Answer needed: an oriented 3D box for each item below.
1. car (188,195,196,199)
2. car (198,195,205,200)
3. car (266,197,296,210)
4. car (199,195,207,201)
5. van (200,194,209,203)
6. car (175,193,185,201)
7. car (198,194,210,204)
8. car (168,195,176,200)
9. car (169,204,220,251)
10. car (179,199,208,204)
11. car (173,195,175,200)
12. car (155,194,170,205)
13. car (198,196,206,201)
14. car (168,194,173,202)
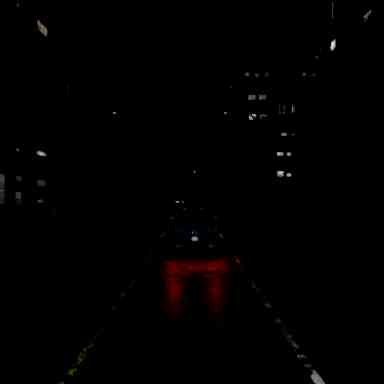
[{"bbox_3d":[-0.009,1.567,88.235,1.882,1.535,5.008,0,0,0],"label":"car"},{"bbox_3d":[2.682,1.650,94.549,1.887,1.381,4.507,0,0,0],"label":"car"},{"bbox_3d":[13.461,1.623,48.447,5.009,1.841,2.192,1,-1,-1],"label":"car"},{"bbox_3d":[2.684,1.521,83.290,1.967,1.590,4.097,0,0,0],"label":"car"},{"bbox_3d":[2.686,1.400,72.029,1.690,1.788,3.998,0,0,0],"label":"van"},{"bbox_3d":[-3.009,1.308,86.987,2.150,2.045,5.566,0,0,0],"label":"car"},{"bbox_3d":[2.686,1.594,66.398,1.887,1.381,4.507,0,0,0],"label":"car"},{"bbox_3d":[-5.698,1.546,94.550,1.967,1.590,4.097,0,0,0],"label":"car"},{"bbox_3d":[0.100,1.478,14.142,1.882,1.535,5.008,0,0,0],"label":"car"},{"bbox_3d":[0.030,1.572,30.326,1.994,1.385,4.181,0,0,-2],"label":"car"},{"bbox_3d":[-5.696,1.384,77.659,2.192,1.841,5.009,0,0,0],"label":"car"},{"bbox_3d":[-5.694,1.606,60.767,1.947,1.339,4.313,0,0,0],"label":"car"},{"bbox_3d":[2.682,1.644,88.920,2.008,1.369,4.403,0,0,0],"label":"car"},{"bbox_3d":[-5.695,1.584,71.859,1.752,1.417,4.829,0,0,0],"label":"car"}]
